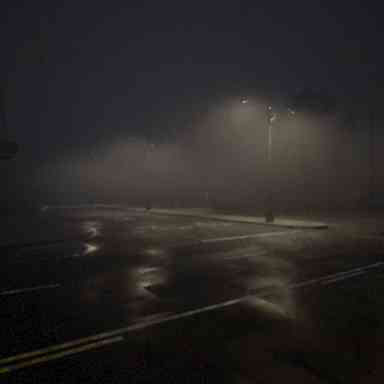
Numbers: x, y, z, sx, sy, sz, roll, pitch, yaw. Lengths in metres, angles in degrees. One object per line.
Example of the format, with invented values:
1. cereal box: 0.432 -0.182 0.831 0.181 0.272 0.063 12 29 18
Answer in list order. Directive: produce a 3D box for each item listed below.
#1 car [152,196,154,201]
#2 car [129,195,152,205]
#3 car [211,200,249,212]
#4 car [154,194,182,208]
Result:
1. car: -9.777 1.516 78.140 4.674 1.442 1.812 0 0 -36
2. car: -9.378 1.472 58.039 1.882 1.535 5.008 0 0 -36
3. car: 4.329 1.596 38.954 1.895 1.301 4.718 0 0 -35
4. car: -3.316 1.500 49.610 1.837 1.490 4.892 0 0 -36
